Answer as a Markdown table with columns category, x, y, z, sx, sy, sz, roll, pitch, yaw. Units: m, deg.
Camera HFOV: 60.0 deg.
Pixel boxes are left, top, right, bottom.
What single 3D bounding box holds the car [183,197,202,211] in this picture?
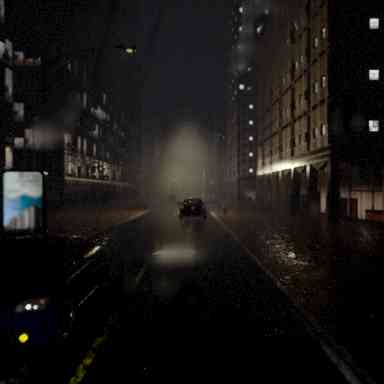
| category | x | y | z | sx | sy | sz | roll | pitch | yaw |
| --- | --- | --- | --- | --- | --- | --- | --- | --- | --- |
| car | 0.074 | 1.345 | 39.508 | 2.033 | 1.411 | 5.357 | 0 | 0 | 0 |

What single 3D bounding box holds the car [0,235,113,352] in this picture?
| category | x | y | z | sx | sy | sz | roll | pitch | yaw |
| --- | --- | --- | --- | --- | --- | --- | --- | --- | --- |
| car | -2.851 | 1.530 | 6.201 | 1.994 | 1.385 | 4.181 | 0 | 0 | 0 |

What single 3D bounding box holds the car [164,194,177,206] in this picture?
| category | x | y | z | sx | sy | sz | roll | pitch | yaw |
| --- | --- | --- | --- | --- | --- | --- | --- | --- | --- |
| car | -2.845 | 1.113 | 47.490 | 2.097 | 1.767 | 4.553 | 0 | 0 | 0 |

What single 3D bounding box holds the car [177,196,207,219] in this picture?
| category | x | y | z | sx | sy | sz | roll | pitch | yaw |
| --- | --- | --- | --- | --- | --- | --- | --- | --- | --- |
| car | 0.086 | 1.212 | 27.133 | 2.097 | 1.767 | 4.553 | 0 | 0 | 0 |
